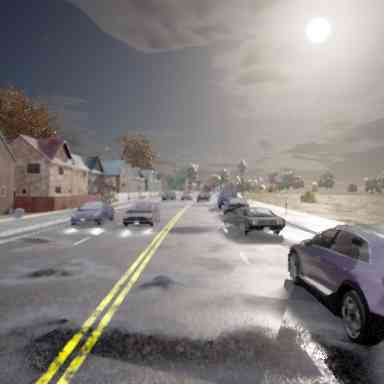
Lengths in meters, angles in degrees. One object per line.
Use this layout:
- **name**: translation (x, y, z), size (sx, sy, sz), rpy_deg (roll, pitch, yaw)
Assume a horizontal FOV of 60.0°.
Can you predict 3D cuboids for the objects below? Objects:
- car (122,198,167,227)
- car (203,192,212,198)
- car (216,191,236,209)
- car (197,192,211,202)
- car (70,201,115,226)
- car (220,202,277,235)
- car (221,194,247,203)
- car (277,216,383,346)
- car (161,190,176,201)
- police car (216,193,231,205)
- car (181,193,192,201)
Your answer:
- **car**: translation (-3.062, 1.344, 21.378), size (2.033, 1.411, 5.357), rpy_deg (0, 1, 1)
- **car**: translation (3.890, 0.777, 82.920), size (2.033, 1.411, 5.357), rpy_deg (0, 0, 5)
- **car**: translation (4.145, 0.853, 39.095), size (2.150, 2.045, 5.566), rpy_deg (0, 1, 3)
- **car**: translation (1.968, 0.808, 59.044), size (2.097, 1.767, 4.553), rpy_deg (0, 0, 4)
- **car**: translation (-6.297, 1.320, 21.667), size (1.812, 1.442, 4.674), rpy_deg (0, 1, 1)
- **car**: translation (3.163, 1.431, 17.799), size (1.895, 1.301, 4.718), rpy_deg (0, 1, -9)
- **car**: translation (3.723, 1.210, 28.132), size (1.882, 1.535, 5.008), rpy_deg (0, 1, 2)
- **car**: translation (3.277, 1.372, 6.249), size (2.033, 1.649, 4.856), rpy_deg (0, 1, 0)
- **car**: translation (-4.308, 0.658, 62.422), size (2.150, 2.045, 5.566), rpy_deg (0, 0, 5)
- **police car**: translation (4.702, 0.958, 50.107), size (1.930, 1.638, 5.238), rpy_deg (0, 1, 3)
- **car**: translation (-1.021, 0.975, 62.757), size (2.033, 1.411, 5.357), rpy_deg (0, 1, 5)
